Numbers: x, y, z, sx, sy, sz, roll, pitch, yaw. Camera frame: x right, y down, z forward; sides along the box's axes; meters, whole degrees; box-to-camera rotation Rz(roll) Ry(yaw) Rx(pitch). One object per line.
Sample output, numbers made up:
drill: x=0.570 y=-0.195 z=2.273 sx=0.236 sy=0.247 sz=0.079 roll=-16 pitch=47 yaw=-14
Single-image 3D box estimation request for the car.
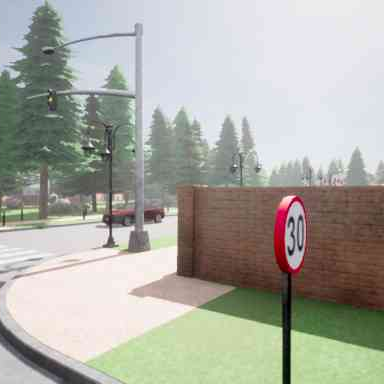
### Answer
car: x=-3.956 y=1.460 z=23.097 sx=1.882 sy=1.535 sz=5.008 roll=0 pitch=0 yaw=34
